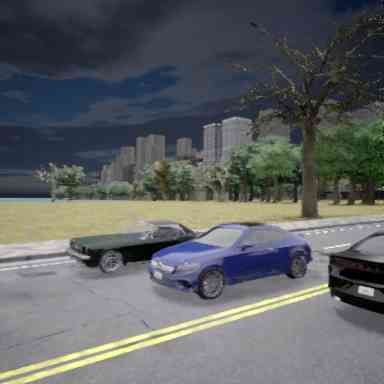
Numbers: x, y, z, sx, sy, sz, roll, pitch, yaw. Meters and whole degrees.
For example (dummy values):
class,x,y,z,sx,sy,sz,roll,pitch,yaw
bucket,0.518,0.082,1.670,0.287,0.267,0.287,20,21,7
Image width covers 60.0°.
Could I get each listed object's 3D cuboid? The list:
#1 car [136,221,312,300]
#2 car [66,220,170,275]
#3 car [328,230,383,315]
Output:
class,x,y,z,sx,sy,sz,roll,pitch,yaw
car,1.168,1.530,8.507,4.674,1.442,1.812,0,0,-35
car,-1.448,1.605,10.635,4.718,1.301,1.895,0,0,-35
car,4.885,1.483,6.920,5.008,1.535,1.882,0,0,-35
